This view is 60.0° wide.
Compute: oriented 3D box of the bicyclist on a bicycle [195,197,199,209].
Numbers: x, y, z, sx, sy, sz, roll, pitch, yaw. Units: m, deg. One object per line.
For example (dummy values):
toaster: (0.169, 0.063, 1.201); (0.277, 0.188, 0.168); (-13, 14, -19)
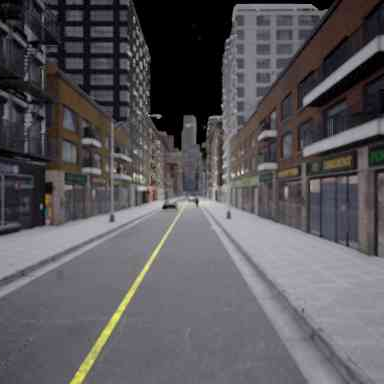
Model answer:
bicyclist on a bicycle: (0.783, 1.623, 47.392); (0.582, 1.620, 1.656); (0, -1, 0)

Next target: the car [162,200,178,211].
car: (-2.813, 1.754, 42.977); (1.895, 1.301, 4.718); (0, 0, 0)

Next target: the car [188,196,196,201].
car: (0.055, 1.758, 93.983); (2.128, 1.511, 4.902); (0, 0, 0)

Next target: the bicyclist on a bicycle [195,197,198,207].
bicyclist on a bicycle: (0.786, 1.660, 56.388); (0.582, 1.620, 1.656); (0, -1, 0)

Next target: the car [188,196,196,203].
car: (0.046, 1.842, 78.664); (2.033, 1.411, 5.357); (0, 0, 0)
